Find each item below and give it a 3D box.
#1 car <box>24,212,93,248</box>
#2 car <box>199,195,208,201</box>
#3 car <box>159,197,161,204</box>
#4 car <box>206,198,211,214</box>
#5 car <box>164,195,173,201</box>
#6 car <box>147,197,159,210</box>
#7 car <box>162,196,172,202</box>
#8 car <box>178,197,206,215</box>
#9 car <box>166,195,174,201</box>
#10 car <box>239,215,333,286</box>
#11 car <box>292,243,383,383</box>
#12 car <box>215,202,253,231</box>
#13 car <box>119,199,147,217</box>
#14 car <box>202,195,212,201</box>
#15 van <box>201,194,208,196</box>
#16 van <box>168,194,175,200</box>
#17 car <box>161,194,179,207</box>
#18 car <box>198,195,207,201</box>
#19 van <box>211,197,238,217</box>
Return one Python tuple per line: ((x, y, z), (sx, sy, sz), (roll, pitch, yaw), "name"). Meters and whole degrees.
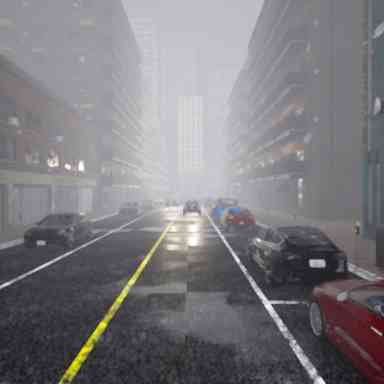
((-5.698, 1.560, 14.732), (1.947, 1.339, 4.313), (0, 0, 0), "car")
((2.678, 1.548, 81.001), (2.008, 1.369, 4.403), (-1, 0, 0), "car")
((-5.702, 1.517, 58.750), (1.752, 1.417, 4.829), (0, 0, 0), "car")
((2.681, 1.557, 31.291), (1.947, 1.339, 4.313), (0, 0, 0), "car")
((-5.703, 1.542, 81.014), (1.887, 1.381, 4.507), (0, 0, 0), "car")
((-5.700, 1.572, 42.349), (1.802, 1.307, 4.206), (0, 0, 0), "car")
((-5.702, 1.562, 75.490), (1.947, 1.339, 4.313), (0, 0, 0), "car")
((0.001, 1.538, 33.123), (2.033, 1.411, 5.357), (0, 0, 0), "car")
((-5.704, 1.544, 86.537), (1.887, 1.381, 4.507), (0, 0, 0), "car")
((2.683, 1.562, 9.197), (1.947, 1.339, 4.313), (0, 0, 0), "car")
((2.683, 1.580, 3.673), (1.802, 1.307, 4.206), (0, 0, 0), "car")
((2.682, 1.538, 20.243), (1.887, 1.381, 4.507), (0, 0, 0), "car")
((-5.700, 1.536, 31.303), (1.887, 1.381, 4.507), (0, 0, 0), "car")
((2.680, 1.516, 48.030), (1.752, 1.417, 4.829), (0, 0, 0), "car")
((2.677, 1.333, 58.908), (1.690, 1.788, 3.998), (-1, 0, 0), "van")
((-5.706, 1.343, 92.061), (1.690, 1.788, 3.998), (-1, 0, 0), "van")
((-3.003, 1.523, 50.102), (2.128, 1.511, 4.902), (0, 0, 0), "car")
((2.677, 1.550, 86.524), (2.008, 1.369, 4.403), (-1, 0, 0), "car")
((2.680, 1.333, 25.767), (1.690, 1.788, 3.998), (0, 0, 0), "van")
